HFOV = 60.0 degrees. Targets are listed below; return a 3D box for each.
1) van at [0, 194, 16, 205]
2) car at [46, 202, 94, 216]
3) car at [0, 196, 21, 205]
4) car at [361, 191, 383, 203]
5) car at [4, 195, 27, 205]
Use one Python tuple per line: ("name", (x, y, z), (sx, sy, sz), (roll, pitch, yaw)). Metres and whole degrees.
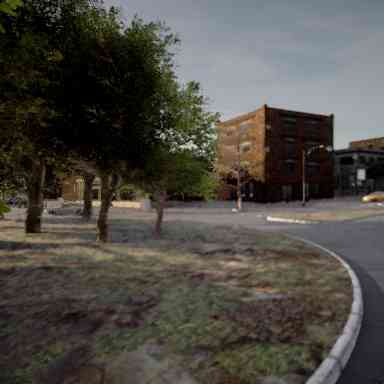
("van", (-38.363, 1.501, 67.415), (4.442, 1.987, 1.878), (1, 0, -40))
("car", (-12.478, 1.794, 34.113), (4.674, 1.442, 1.812), (0, -1, 3))
("car", (-36.388, 1.617, 65.277), (4.553, 1.767, 2.185), (1, 0, -40))
("car", (27.995, 0.701, 50.537), (5.366, 1.575, 1.946), (-3, 1, -29))
("car", (-32.955, 1.789, 61.063), (4.792, 1.488, 2.163), (1, 0, -40))
